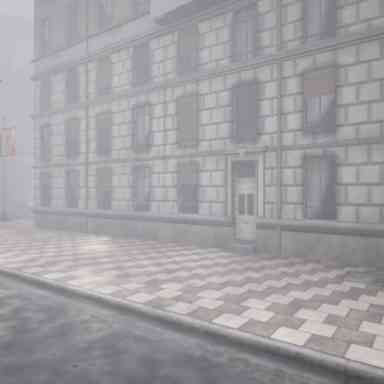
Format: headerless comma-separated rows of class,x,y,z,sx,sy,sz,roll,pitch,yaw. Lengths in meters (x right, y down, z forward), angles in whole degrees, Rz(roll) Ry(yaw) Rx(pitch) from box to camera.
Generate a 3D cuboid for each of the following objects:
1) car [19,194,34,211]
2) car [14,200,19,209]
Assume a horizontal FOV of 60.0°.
car,-17.089,1.352,38.878,2.097,1.767,4.553,0,0,36
car,-19.281,1.221,41.826,2.150,2.045,5.566,0,0,36
